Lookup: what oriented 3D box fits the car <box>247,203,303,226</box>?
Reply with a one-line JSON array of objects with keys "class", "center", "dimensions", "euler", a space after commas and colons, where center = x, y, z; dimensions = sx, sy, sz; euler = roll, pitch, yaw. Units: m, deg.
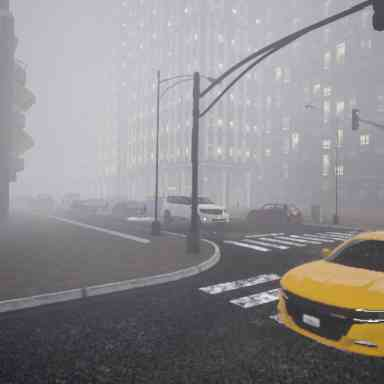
[{"class": "car", "center": [5.831, 1.505, 23.966], "dimensions": [1.967, 1.590, 4.097], "euler": [1, -1, -35]}]

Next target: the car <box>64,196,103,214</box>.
[{"class": "car", "center": [-10.805, 1.427, 32.948], "dimensions": [2.008, 1.369, 4.403], "euler": [1, -1, -35]}]

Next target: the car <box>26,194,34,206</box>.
[{"class": "car", "center": [-23.868, 1.432, 51.383], "dimensions": [1.802, 1.307, 4.206], "euler": [1, -1, -35]}]

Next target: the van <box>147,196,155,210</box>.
[{"class": "van", "center": [-3.964, 1.382, 37.794], "dimensions": [1.690, 1.788, 3.998], "euler": [1, -1, -35]}]

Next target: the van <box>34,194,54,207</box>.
[{"class": "van", "center": [-20.598, 1.197, 46.776], "dimensions": [1.690, 1.788, 3.998], "euler": [1, -1, -35]}]

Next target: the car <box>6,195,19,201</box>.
[{"class": "car", "center": [-40.195, 1.378, 74.428], "dimensions": [2.008, 1.369, 4.403], "euler": [1, -1, -35]}]

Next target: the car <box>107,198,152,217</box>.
[{"class": "car", "center": [-5.731, 1.498, 30.275], "dimensions": [1.994, 1.385, 4.181], "euler": [1, -1, -35]}]

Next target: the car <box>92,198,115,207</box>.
[{"class": "car", "center": [-13.766, 1.587, 51.618], "dimensions": [1.947, 1.339, 4.313], "euler": [1, -1, -35]}]

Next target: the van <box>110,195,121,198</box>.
[{"class": "van", "center": [-10.495, 1.368, 47.012], "dimensions": [1.690, 1.788, 3.998], "euler": [1, -1, -35]}]

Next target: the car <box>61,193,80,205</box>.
[{"class": "car", "center": [-20.403, 1.182, 56.345], "dimensions": [2.150, 2.045, 5.566], "euler": [1, -1, -35]}]

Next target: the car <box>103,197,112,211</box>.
[{"class": "car", "center": [-11.606, 1.468, 38.571], "dimensions": [2.033, 1.411, 5.357], "euler": [1, -1, -35]}]

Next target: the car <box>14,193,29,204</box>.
[{"class": "car", "center": [-30.395, 1.155, 60.603], "dimensions": [2.192, 1.841, 5.009], "euler": [1, -1, -35]}]

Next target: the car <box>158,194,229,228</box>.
[{"class": "car", "center": [0.049, 1.170, 22.118], "dimensions": [2.150, 2.045, 5.566], "euler": [1, -1, -35]}]

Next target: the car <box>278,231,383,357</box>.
[{"class": "car", "center": [3.659, 1.480, 5.981], "dimensions": [5.008, 1.535, 1.882], "euler": [0, 0, -35]}]

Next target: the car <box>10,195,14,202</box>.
[{"class": "car", "center": [-36.930, 1.397, 69.819], "dimensions": [1.947, 1.339, 4.313], "euler": [1, -1, -35]}]

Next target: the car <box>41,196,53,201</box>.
[{"class": "car", "center": [-36.626, 1.571, 83.880], "dimensions": [1.802, 1.307, 4.206], "euler": [1, -1, -35]}]

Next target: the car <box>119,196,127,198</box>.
[{"class": "car", "center": [-7.234, 1.584, 42.401], "dimensions": [2.008, 1.369, 4.403], "euler": [1, -1, -35]}]
